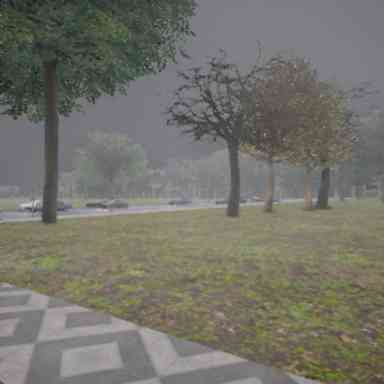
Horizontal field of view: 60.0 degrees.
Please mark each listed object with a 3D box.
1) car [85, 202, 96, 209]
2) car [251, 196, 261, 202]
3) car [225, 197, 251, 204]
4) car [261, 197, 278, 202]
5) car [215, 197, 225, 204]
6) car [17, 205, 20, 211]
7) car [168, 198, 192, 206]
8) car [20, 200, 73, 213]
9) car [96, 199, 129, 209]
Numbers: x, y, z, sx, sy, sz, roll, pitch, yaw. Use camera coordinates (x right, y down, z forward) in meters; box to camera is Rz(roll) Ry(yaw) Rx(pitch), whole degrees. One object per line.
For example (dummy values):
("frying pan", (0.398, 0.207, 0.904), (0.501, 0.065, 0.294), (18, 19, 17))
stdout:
("car", (-13.484, 1.801, 49.636), (1.895, 1.301, 4.718), (-1, -1, 35))
("car", (15.392, 1.740, 78.930), (1.812, 1.442, 4.674), (-1, -1, 35))
("car", (8.939, 1.633, 64.053), (1.837, 1.490, 4.892), (-1, -1, 35))
("car", (18.645, 1.730, 77.898), (1.994, 1.385, 4.181), (-1, -1, 35))
("car", (6.281, 1.734, 65.925), (1.994, 1.385, 4.181), (-1, -1, 35))
("car", (-19.269, 1.712, 41.509), (1.812, 1.442, 4.674), (-1, -1, 35))
("car", (-2.090, 1.766, 59.916), (2.033, 1.411, 5.357), (-1, -1, 35))
("car", (-16.817, 1.692, 39.343), (2.033, 1.411, 5.357), (-1, -1, 35))
("car", (-11.060, 1.722, 47.444), (1.994, 1.385, 4.181), (-1, -1, 35))
